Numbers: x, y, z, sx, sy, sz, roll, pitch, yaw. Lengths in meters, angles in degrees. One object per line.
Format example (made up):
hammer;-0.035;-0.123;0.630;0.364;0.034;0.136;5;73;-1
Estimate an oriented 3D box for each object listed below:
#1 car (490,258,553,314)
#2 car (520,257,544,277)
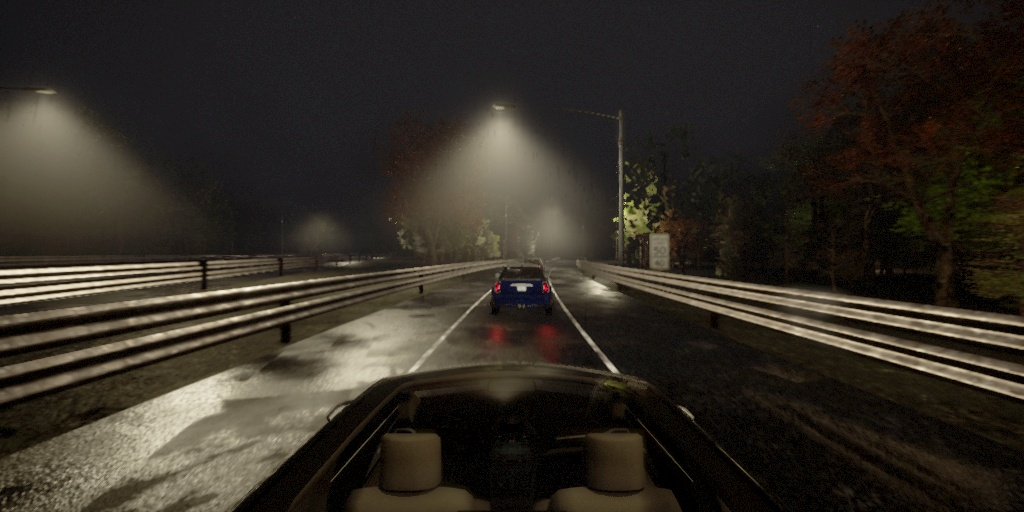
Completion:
car;0.394;1.080;13.776;2.097;1.767;4.553;0;0;2
car;2.054;1.027;35.731;2.097;1.767;4.553;0;0;6
